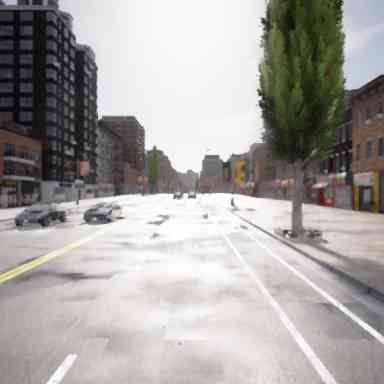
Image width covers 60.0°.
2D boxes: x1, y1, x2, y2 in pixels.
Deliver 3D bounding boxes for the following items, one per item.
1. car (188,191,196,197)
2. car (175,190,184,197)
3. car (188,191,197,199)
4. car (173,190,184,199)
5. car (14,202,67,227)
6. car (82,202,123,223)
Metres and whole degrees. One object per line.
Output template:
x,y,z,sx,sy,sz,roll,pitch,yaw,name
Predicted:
0.035,0.521,84.577,1.882,1.535,5.008,0,1,0,car
-3.215,0.398,84.548,2.097,1.767,4.553,0,1,0,car
0.030,0.800,74.678,1.994,1.385,4.181,0,1,0,car
-3.220,0.794,74.245,2.033,1.411,5.357,0,1,0,car
-9.792,1.430,21.956,1.812,1.442,4.674,0,0,0,car
-6.519,1.431,25.043,2.033,1.411,5.357,0,0,1,car
